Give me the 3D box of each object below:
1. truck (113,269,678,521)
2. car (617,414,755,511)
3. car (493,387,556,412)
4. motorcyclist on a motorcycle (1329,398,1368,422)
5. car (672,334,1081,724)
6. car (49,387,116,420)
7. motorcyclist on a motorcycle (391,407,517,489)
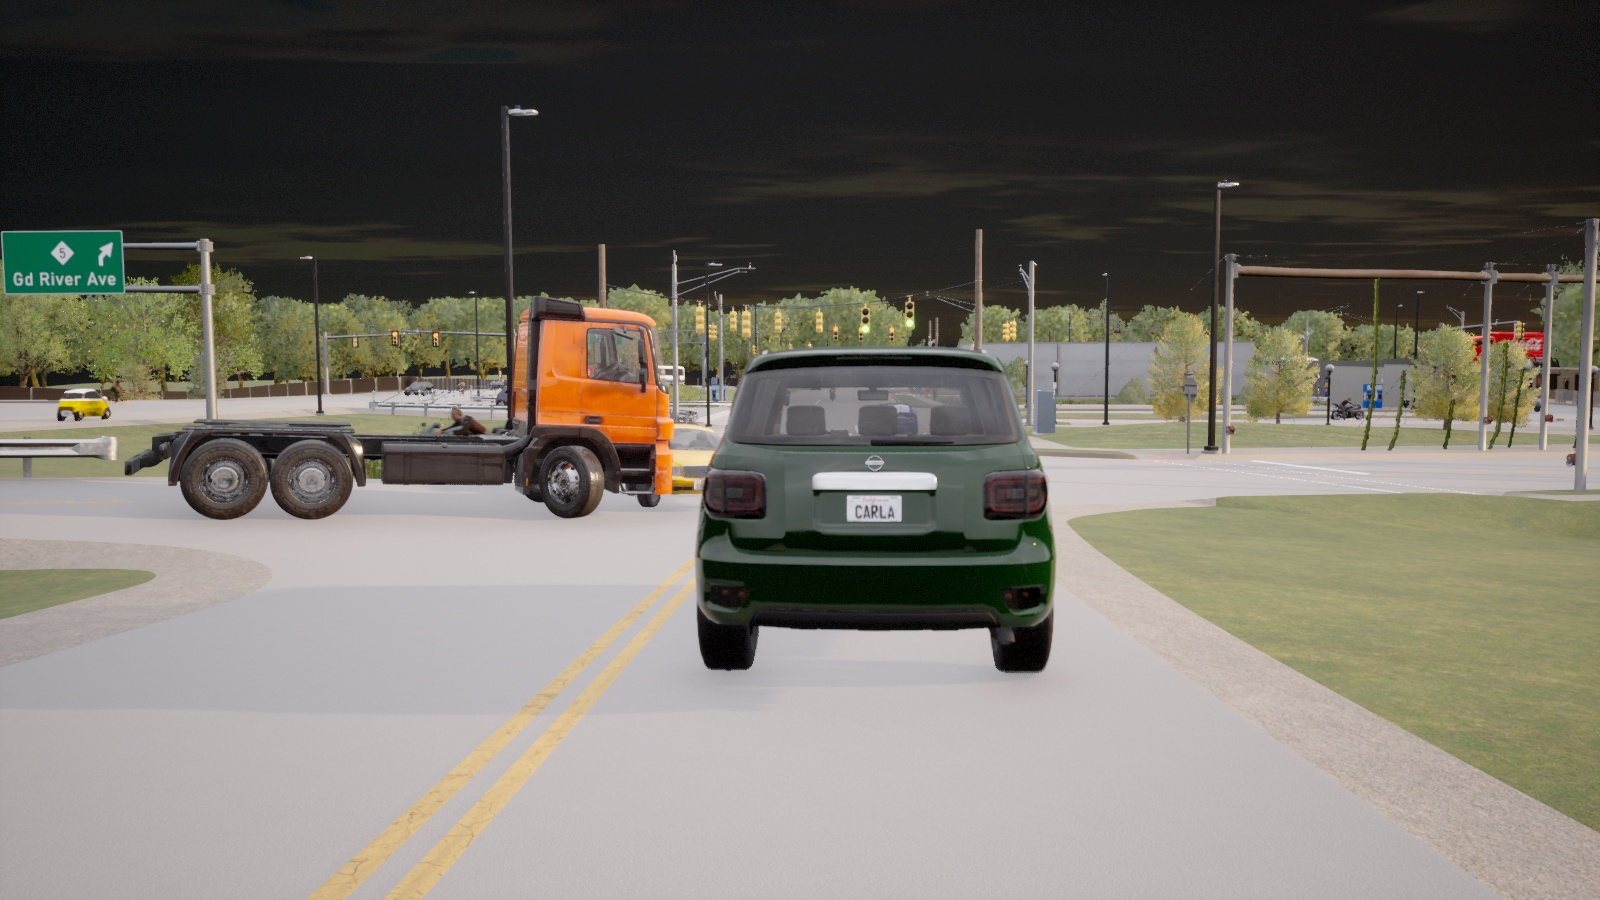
[{"bbox_3d":[-6.234,-0.774,20.017,7.936,3.462,2.891,1,3,-21],"label":"truck"},{"bbox_3d":[-2.292,0.149,23.765,1.801,1.575,5.366,2,1,-13],"label":"car"},{"bbox_3d":[-18.119,-3.355,82.699,3.633,1.501,1.845,2,4,3],"label":"car"},{"bbox_3d":[35.990,-2.616,82.437,2.191,1.530,0.866,-1,4,-2],"label":"motorcyclist on a motorcycle"},{"bbox_3d":[0.549,0.352,9.404,2.150,2.045,5.566,0,1,3],"label":"car"},{"bbox_3d":[-30.851,-2.005,54.042,1.481,1.376,2.207,0,4,2],"label":"car"},{"bbox_3d":[-6.815,-0.058,24.784,2.191,1.530,0.866,0,4,-37],"label":"motorcyclist on a motorcycle"}]
